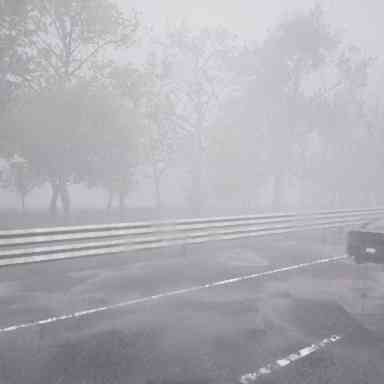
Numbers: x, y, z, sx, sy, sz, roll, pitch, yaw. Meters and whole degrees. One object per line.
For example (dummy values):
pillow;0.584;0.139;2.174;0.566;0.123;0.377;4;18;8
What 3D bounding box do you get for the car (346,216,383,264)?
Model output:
car;7.026;1.480;10.783;5.008;1.535;1.882;0;0;-35
